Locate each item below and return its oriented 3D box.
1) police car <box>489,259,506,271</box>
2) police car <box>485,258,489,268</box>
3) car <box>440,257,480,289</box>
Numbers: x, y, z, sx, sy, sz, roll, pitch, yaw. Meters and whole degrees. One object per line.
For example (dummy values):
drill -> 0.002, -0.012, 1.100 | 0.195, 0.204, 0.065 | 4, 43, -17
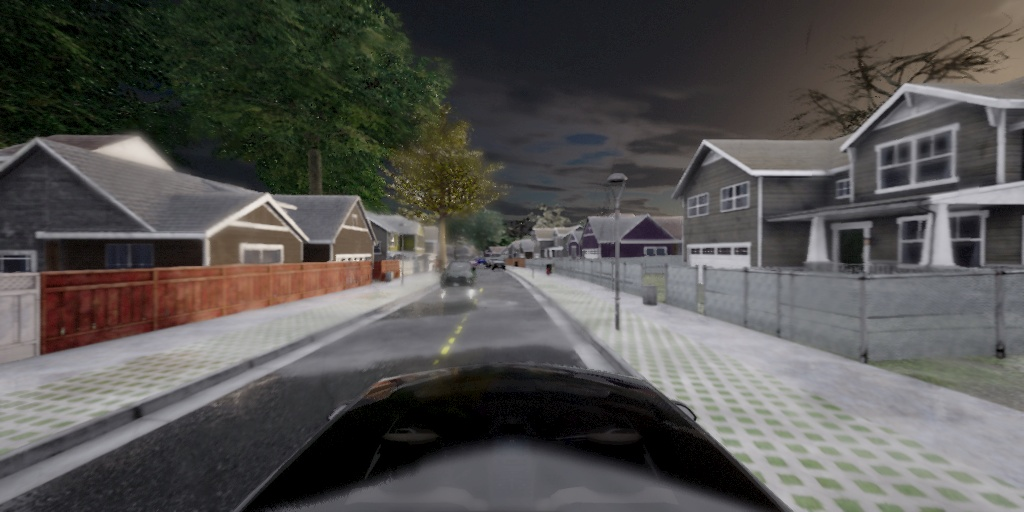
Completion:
police car -> -1.976, 1.283, 52.630 | 1.930, 1.638, 5.238 | 0, 0, -6
police car -> -3.170, 1.337, 62.607 | 1.930, 1.638, 5.238 | 0, 0, -7
car -> -3.418, 1.128, 23.576 | 2.097, 1.767, 4.553 | 0, 0, -3
